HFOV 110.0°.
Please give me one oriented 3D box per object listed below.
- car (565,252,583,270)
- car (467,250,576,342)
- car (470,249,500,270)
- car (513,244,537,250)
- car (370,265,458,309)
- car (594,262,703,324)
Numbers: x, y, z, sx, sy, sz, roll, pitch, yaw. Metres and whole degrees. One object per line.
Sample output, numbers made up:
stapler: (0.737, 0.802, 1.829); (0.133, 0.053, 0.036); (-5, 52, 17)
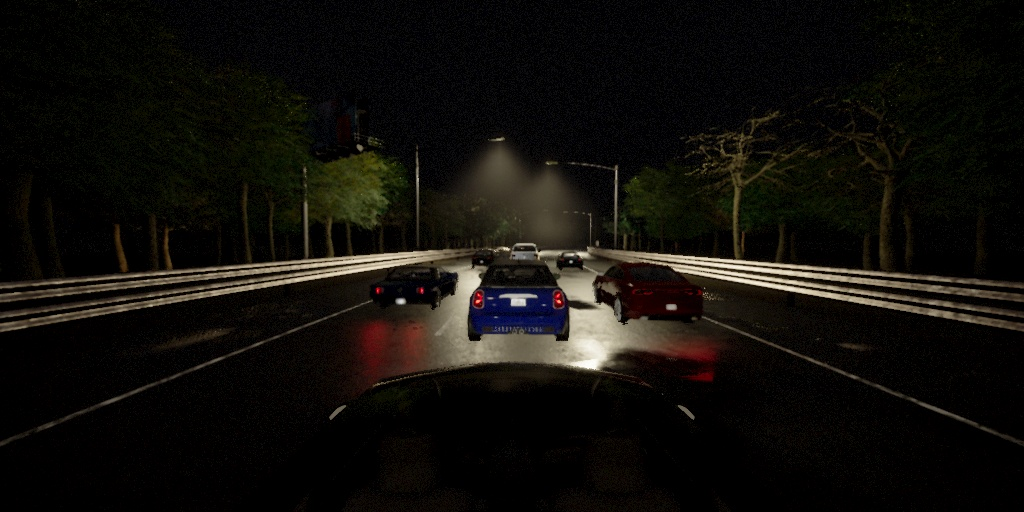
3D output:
car: (4.714, 0.361, 29.691); (1.994, 1.385, 4.181); (0, 2, 4)
car: (0.186, 0.847, 9.102); (2.097, 1.767, 4.553); (0, 2, 2)
car: (-2.216, 0.231, 30.899); (1.882, 1.535, 5.008); (0, 2, 4)
car: (1.086, 0.066, 28.222); (2.150, 2.045, 5.566); (0, 2, 4)
car: (-3.197, 0.970, 12.783); (1.895, 1.301, 4.718); (0, 2, 2)
car: (3.737, 0.921, 10.693); (1.882, 1.535, 5.008); (0, 2, 2)
